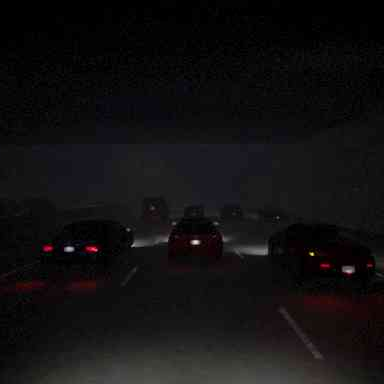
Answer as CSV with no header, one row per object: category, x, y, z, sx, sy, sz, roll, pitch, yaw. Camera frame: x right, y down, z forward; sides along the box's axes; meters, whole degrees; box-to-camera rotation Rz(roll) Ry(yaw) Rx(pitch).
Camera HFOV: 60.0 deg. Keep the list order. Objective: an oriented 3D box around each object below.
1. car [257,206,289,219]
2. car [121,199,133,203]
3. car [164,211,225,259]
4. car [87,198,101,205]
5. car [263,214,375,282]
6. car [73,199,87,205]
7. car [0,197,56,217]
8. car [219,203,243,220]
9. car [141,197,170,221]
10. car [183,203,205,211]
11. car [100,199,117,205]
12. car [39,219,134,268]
car,7.189,1.878,30.038,1.895,1.301,4.718,0,-1,0
car,-13.745,2.152,70.183,2.128,1.511,4.902,0,-1,0
car,0.130,1.685,13.236,1.994,1.385,4.181,0,-1,0
car,-20.735,2.093,72.433,1.837,1.490,4.892,0,-1,0
car,3.615,1.619,9.958,1.812,1.442,4.674,0,0,0
car,-24.235,2.131,72.447,2.033,1.411,5.357,0,-1,0
car,-14.011,1.485,29.294,2.150,2.045,5.566,0,-1,0
car,3.695,1.782,31.656,2.128,1.511,4.902,0,-1,0
car,-3.308,1.499,30.644,2.150,2.045,5.566,0,-1,0
car,0.196,1.781,31.668,2.128,1.511,4.902,0,-1,0
car,-17.245,2.220,70.166,1.895,1.301,4.718,0,-1,0
car,-3.373,1.653,11.677,2.033,1.411,5.357,0,-1,0
